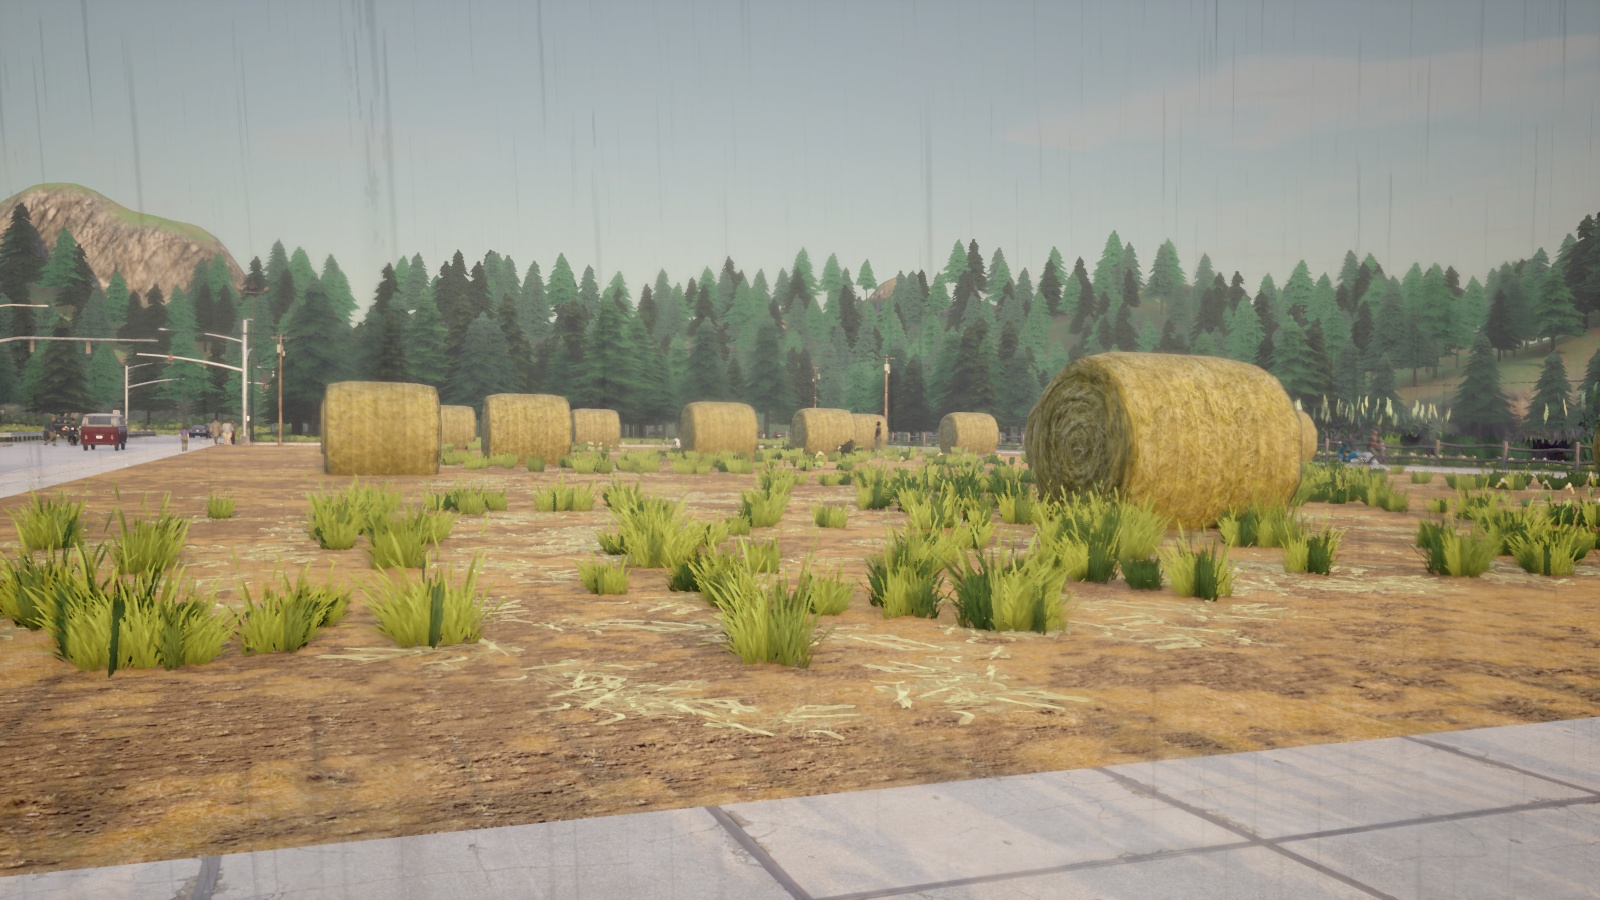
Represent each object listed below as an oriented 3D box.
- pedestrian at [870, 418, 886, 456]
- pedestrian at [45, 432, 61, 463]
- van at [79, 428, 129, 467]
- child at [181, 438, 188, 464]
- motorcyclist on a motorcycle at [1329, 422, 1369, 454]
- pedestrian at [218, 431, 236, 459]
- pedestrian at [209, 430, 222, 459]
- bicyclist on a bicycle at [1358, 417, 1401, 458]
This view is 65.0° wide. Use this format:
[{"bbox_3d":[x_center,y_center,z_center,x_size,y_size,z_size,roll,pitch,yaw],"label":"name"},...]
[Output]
[{"bbox_3d":[4.001,-0.672,64.474,0.666,1.930,0.402,0,1,23],"label":"pedestrian"},{"bbox_3d":[-44.606,-0.165,75.006,0.726,1.842,0.402,-1,1,-25],"label":"pedestrian"},{"bbox_3d":[-37.342,-0.173,67.446,1.775,1.987,4.442,-1,1,-22],"label":"van"},{"bbox_3d":[-29.556,0.052,60.288,0.270,1.263,0.437,-1,1,-27],"label":"child"},{"bbox_3d":[27.575,-0.608,63.133,0.866,1.590,1.817,-1,1,-18],"label":"motorcyclist on a motorcycle"},{"bbox_3d":[-37.827,-0.347,82.880,0.874,1.855,0.900,-1,1,-15],"label":"pedestrian"},{"bbox_3d":[-39.041,-0.369,83.889,0.659,1.952,0.873,-1,1,-15],"label":"pedestrian"},{"bbox_3d":[26.040,-0.566,56.479,0.659,1.776,1.843,-1,1,-18],"label":"bicyclist on a bicycle"}]
